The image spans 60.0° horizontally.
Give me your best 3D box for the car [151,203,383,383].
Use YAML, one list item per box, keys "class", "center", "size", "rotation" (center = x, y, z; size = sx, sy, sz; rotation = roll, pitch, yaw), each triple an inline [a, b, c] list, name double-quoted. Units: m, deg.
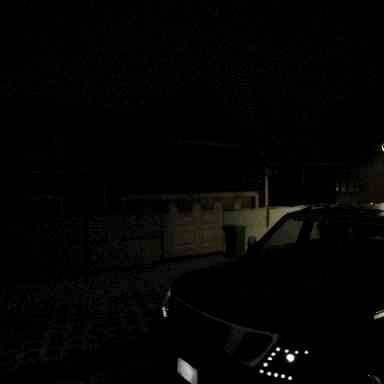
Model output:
- class: "car"
  center: [2.206, 1.214, 4.519]
  size: [5.566, 2.045, 2.150]
  rotation: [0, 0, -35]
